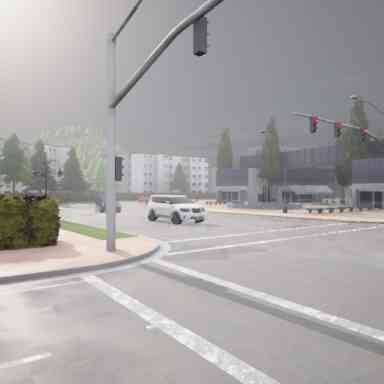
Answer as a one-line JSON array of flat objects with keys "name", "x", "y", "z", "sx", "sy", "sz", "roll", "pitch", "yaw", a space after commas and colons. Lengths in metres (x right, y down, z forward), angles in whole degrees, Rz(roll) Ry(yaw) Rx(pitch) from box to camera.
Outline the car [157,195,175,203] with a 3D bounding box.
[{"name": "car", "x": -5.299, "y": 1.478, "z": 69.547, "sx": 1.882, "sy": 1.535, "sz": 5.008, "roll": 0, "pitch": 0, "yaw": 20}]

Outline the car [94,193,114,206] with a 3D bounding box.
[{"name": "car", "x": -14.395, "y": 1.226, "z": 54.633, "sx": 2.150, "sy": 2.045, "sz": 5.566, "roll": 0, "pitch": 0, "yaw": -3}]

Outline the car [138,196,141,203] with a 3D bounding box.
[{"name": "car", "x": -9.314, "y": 1.352, "z": 68.077, "sx": 2.097, "sy": 1.767, "sz": 4.553, "roll": 0, "pitch": 0, "yaw": 15}]

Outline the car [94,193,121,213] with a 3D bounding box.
[{"name": "car", "x": -9.181, "y": 1.351, "z": 36.326, "sx": 2.097, "sy": 1.767, "sz": 4.553, "roll": 0, "pitch": 0, "yaw": -25}]

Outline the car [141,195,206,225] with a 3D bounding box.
[{"name": "car", "x": -1.284, "y": 1.221, "z": 24.560, "sx": 2.150, "sy": 2.045, "sz": 5.566, "roll": 0, "pitch": 0, "yaw": -36}]
